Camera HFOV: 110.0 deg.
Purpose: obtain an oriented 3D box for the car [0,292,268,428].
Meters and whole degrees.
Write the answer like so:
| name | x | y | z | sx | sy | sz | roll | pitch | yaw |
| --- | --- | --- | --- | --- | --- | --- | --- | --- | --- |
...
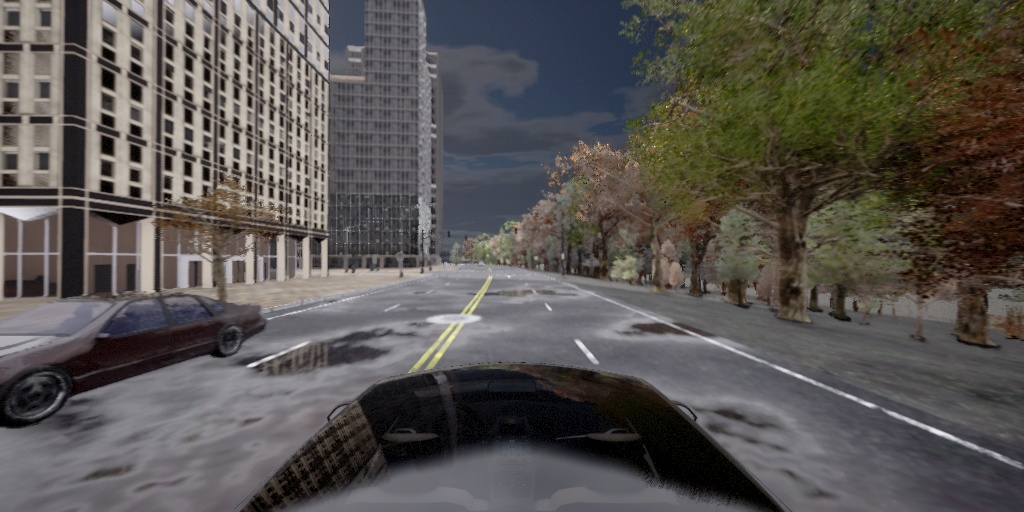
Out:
| name | x | y | z | sx | sy | sz | roll | pitch | yaw |
| --- | --- | --- | --- | --- | --- | --- | --- | --- | --- |
| car | -6.608 | 1.349 | 5.981 | 2.033 | 1.411 | 5.357 | 0 | -1 | 0 |
